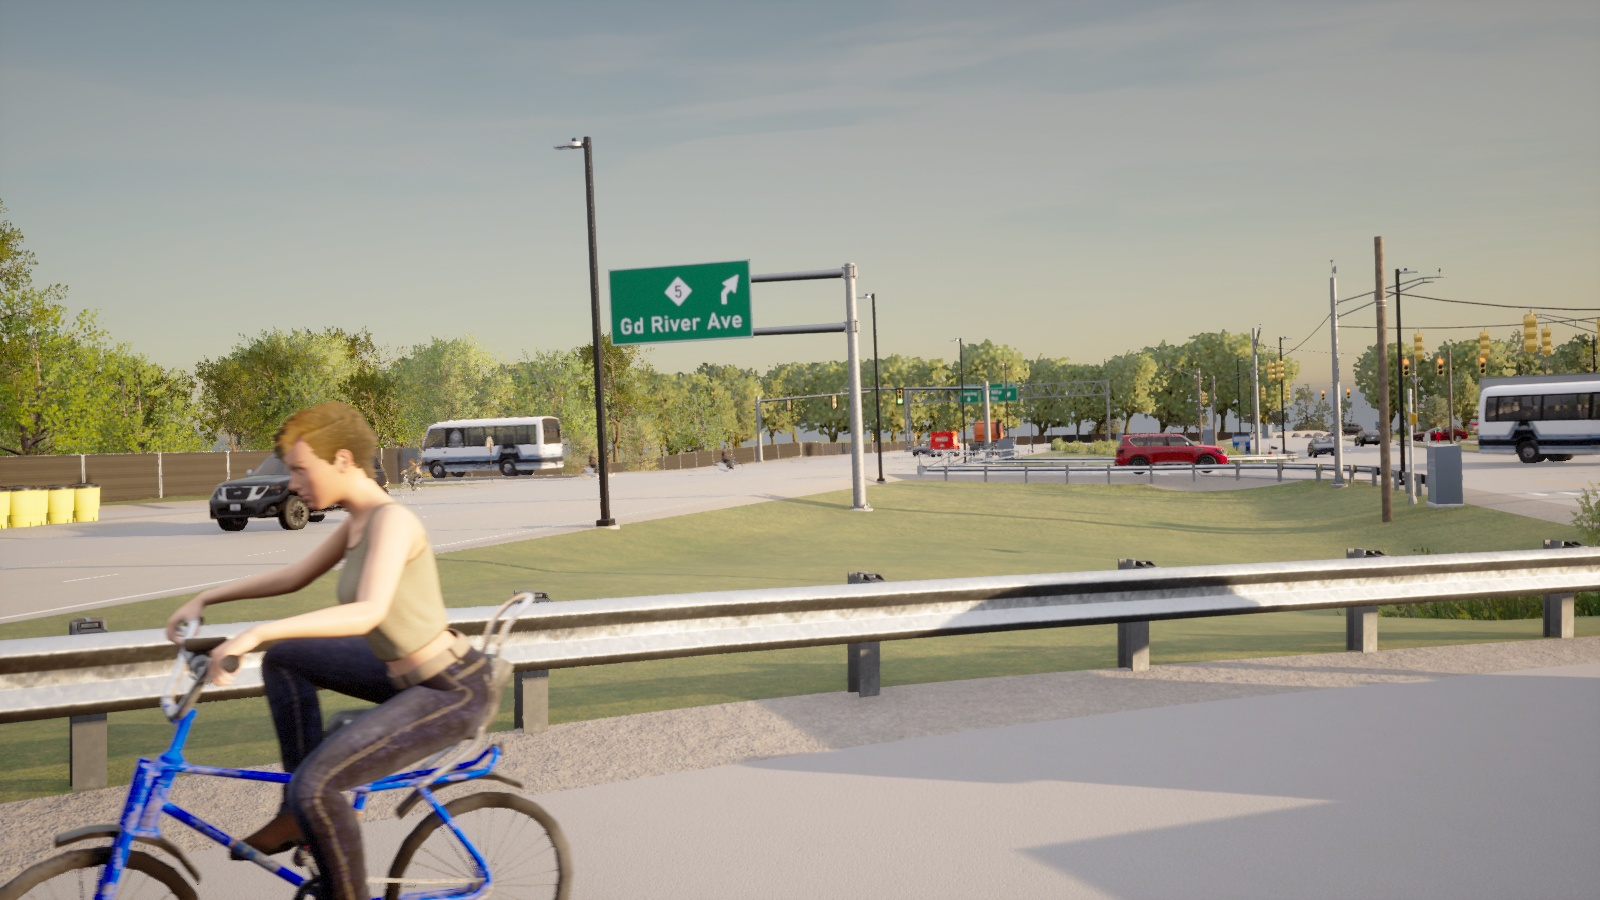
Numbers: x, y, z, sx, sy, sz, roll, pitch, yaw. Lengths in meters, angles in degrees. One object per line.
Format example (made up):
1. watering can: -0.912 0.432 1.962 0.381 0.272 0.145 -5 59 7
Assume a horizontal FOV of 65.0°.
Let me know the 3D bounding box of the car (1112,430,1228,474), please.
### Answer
1. car: 18.899 0.090 64.236 5.566 2.045 2.150 -2 0 17

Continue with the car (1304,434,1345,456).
1. car: 37.888 -0.356 90.900 2.033 1.411 5.357 -2 1 16

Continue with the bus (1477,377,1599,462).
1. bus: 41.013 -1.602 64.782 3.944 4.253 10.273 -3 1 -26

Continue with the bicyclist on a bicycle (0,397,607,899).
1. bicyclist on a bicycle: -1.368 0.688 3.222 1.509 1.612 0.866 -1 1 -30

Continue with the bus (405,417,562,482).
1. bus: -22.857 -0.031 90.795 10.273 4.253 3.944 -2 1 16

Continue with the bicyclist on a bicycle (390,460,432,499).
1. bicyclist on a bicycle: -17.071 1.276 55.091 0.866 1.612 1.509 -2 0 31

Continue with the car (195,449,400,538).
1. car: -13.409 1.094 34.007 2.150 2.045 5.566 -2 0 15
